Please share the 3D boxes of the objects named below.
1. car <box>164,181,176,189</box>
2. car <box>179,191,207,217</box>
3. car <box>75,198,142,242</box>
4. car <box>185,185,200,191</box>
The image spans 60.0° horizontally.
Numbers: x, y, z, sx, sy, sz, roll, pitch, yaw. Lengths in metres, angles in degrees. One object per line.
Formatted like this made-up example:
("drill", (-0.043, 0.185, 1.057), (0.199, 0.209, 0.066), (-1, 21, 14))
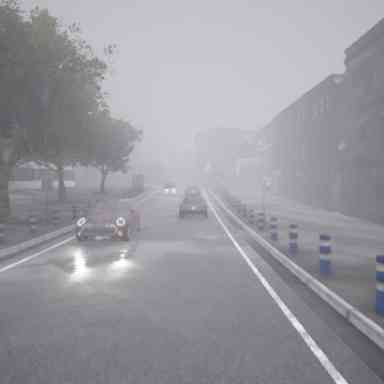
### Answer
("car", (-3.798, -1.247, 57.386), (1.994, 1.385, 4.181), (0, 4, -3))
("car", (0.096, 0.941, 24.439), (1.994, 1.385, 4.181), (0, 3, 0))
("car", (-3.603, 1.114, 15.055), (2.097, 1.767, 4.553), (0, 2, 0))
("car", (0.092, -0.197, 41.940), (1.994, 1.385, 4.181), (0, 4, 0))
